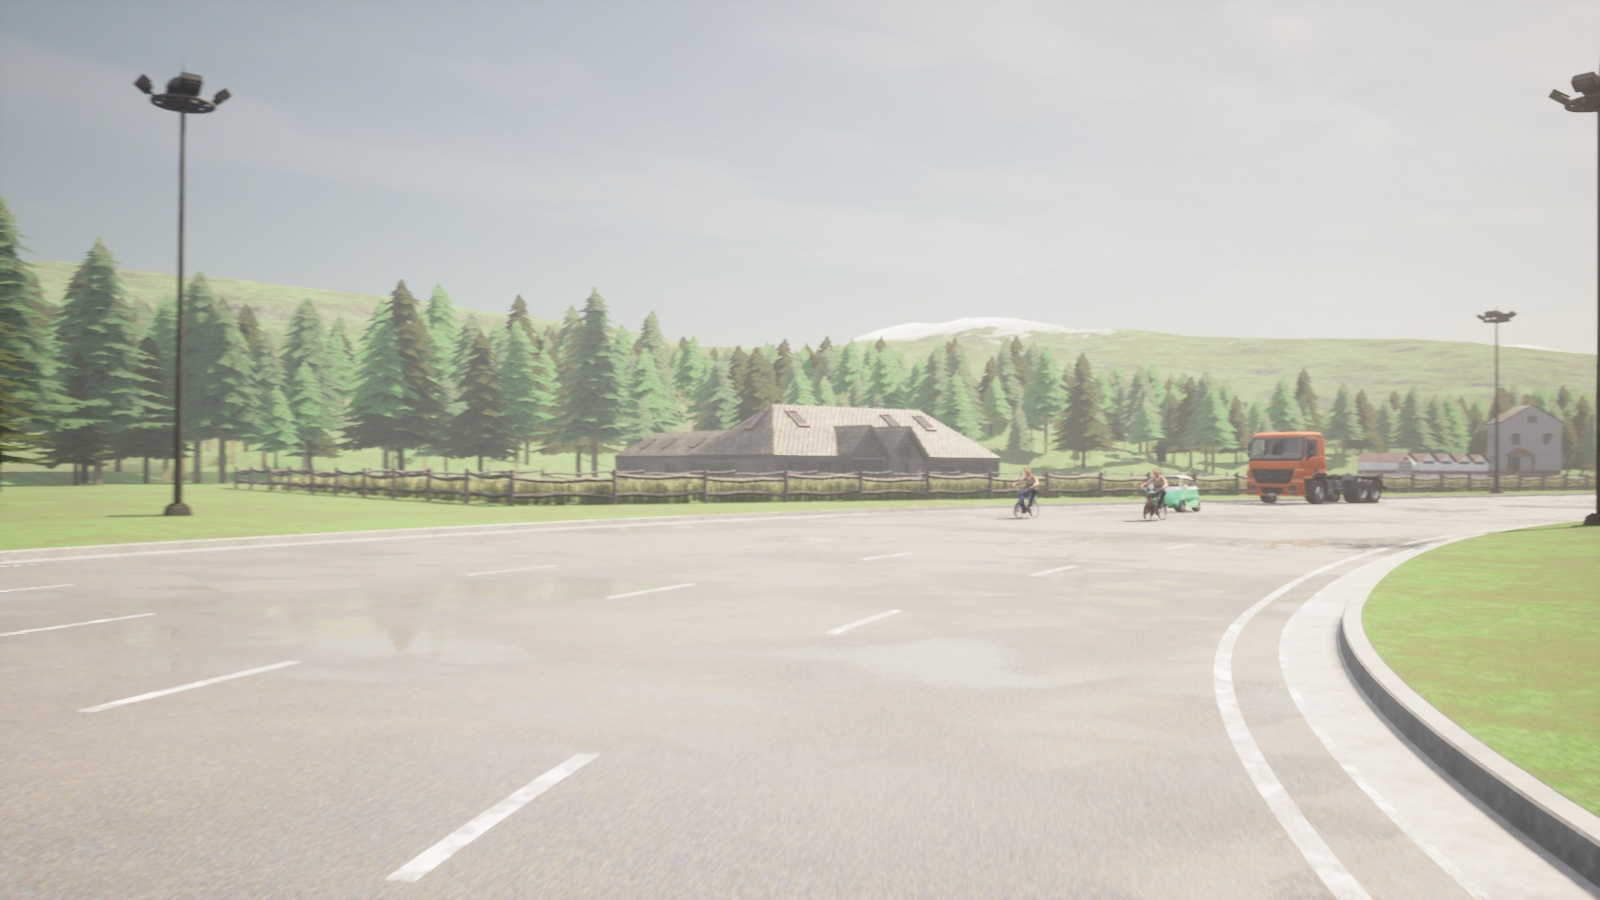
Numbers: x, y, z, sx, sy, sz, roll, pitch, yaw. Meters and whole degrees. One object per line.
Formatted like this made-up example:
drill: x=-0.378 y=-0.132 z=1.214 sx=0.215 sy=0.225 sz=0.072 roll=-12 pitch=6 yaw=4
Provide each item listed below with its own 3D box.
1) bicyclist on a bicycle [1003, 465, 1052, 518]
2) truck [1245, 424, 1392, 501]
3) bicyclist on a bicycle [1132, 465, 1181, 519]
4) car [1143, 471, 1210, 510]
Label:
bicyclist on a bicycle: x=7.098 y=1.277 z=39.095 sx=0.866 sy=1.612 sz=1.509 roll=0 pitch=-1 yaw=40
truck: x=24.964 y=0.618 z=60.257 sx=7.936 sy=3.462 sz=2.891 roll=0 pitch=-1 yaw=-37
bicyclist on a bicycle: x=10.794 y=1.255 z=38.039 sx=0.866 sy=1.612 sz=1.509 roll=0 pitch=-1 yaw=41
car: x=13.933 y=1.484 z=46.424 sx=2.207 sy=1.376 sz=1.481 roll=1 pitch=-1 yaw=-44
